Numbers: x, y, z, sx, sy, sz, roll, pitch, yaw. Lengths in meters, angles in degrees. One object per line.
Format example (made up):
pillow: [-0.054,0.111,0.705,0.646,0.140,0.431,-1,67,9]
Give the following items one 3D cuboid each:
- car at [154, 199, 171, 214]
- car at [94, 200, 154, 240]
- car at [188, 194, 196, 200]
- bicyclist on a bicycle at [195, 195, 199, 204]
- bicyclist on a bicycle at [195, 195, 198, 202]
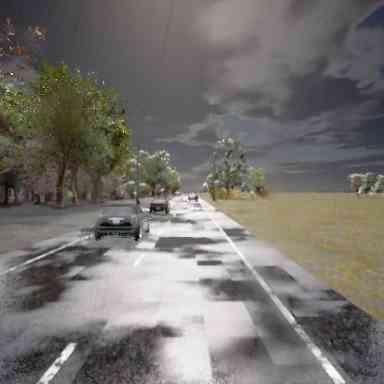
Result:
car: [-3.409,1.485,36.076,1.882,1.535,5.008,0,0,0]
car: [-3.403,1.355,17.061,2.097,1.767,4.553,0,0,0]
car: [-0.017,1.573,90.202,1.994,1.385,4.181,0,0,0]
bicyclist on a bicycle: [0.950,1.386,64.089,0.659,1.776,1.843,0,0,0]
bicyclist on a bicycle: [0.949,1.470,73.286,0.582,1.620,1.656,0,-1,0]
